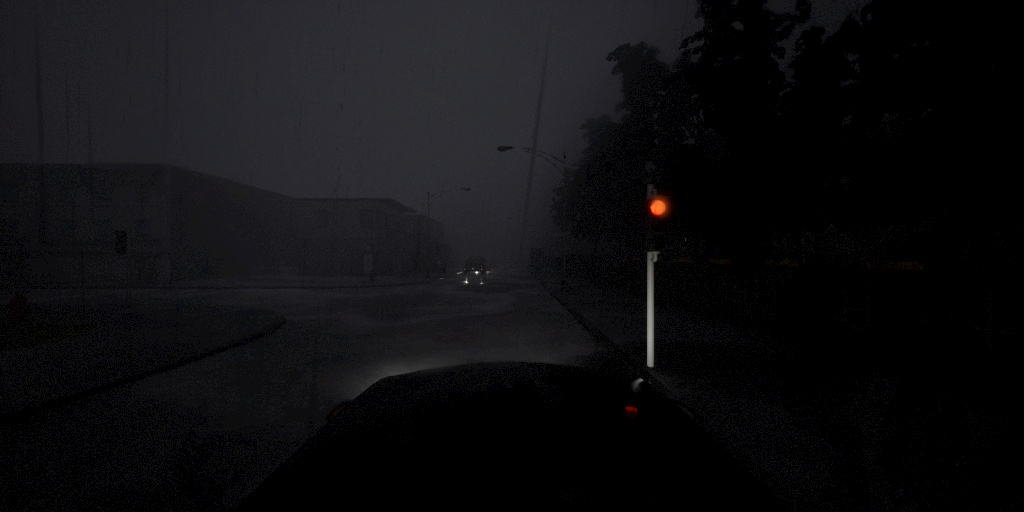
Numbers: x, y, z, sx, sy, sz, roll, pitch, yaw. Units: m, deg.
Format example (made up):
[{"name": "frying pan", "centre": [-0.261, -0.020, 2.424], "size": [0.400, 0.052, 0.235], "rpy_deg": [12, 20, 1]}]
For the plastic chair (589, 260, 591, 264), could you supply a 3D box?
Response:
[{"name": "plastic chair", "centre": [13.769, 1.304, 62.410], "size": [0.730, 1.272, 0.750], "rpy_deg": [0, 0, -35]}]

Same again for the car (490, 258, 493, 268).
[{"name": "car", "centre": [-4.053, 1.351, 50.320], "size": [1.895, 1.301, 4.718], "rpy_deg": [0, 0, 0]}]

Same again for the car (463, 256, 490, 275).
[{"name": "car", "centre": [-4.067, 0.971, 40.143], "size": [2.150, 2.045, 5.566], "rpy_deg": [0, 0, 0]}]

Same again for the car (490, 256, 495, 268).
[{"name": "car", "centre": [-4.023, 0.971, 60.513], "size": [2.150, 2.045, 5.566], "rpy_deg": [0, 0, 1]}]

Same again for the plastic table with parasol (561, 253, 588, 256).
[{"name": "plastic table with parasol", "centre": [10.020, 0.684, 57.826], "size": [2.482, 2.480, 2.482], "rpy_deg": [0, 0, -40]}]

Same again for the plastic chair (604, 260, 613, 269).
[{"name": "plastic chair", "centre": [14.363, 1.306, 54.181], "size": [0.730, 1.272, 0.750], "rpy_deg": [0, 0, -35]}]

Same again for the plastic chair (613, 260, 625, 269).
[{"name": "plastic chair", "centre": [16.069, 1.296, 54.083], "size": [0.750, 1.272, 0.730], "rpy_deg": [0, 0, -40]}]

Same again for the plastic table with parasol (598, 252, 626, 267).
[{"name": "plastic table with parasol", "centre": [15.337, 0.694, 55.082], "size": [2.482, 2.480, 2.482], "rpy_deg": [0, 0, -40]}]

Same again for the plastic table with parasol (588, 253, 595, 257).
[{"name": "plastic table with parasol", "centre": [14.722, 0.673, 63.297], "size": [2.482, 2.480, 2.482], "rpy_deg": [0, 0, -42]}]
